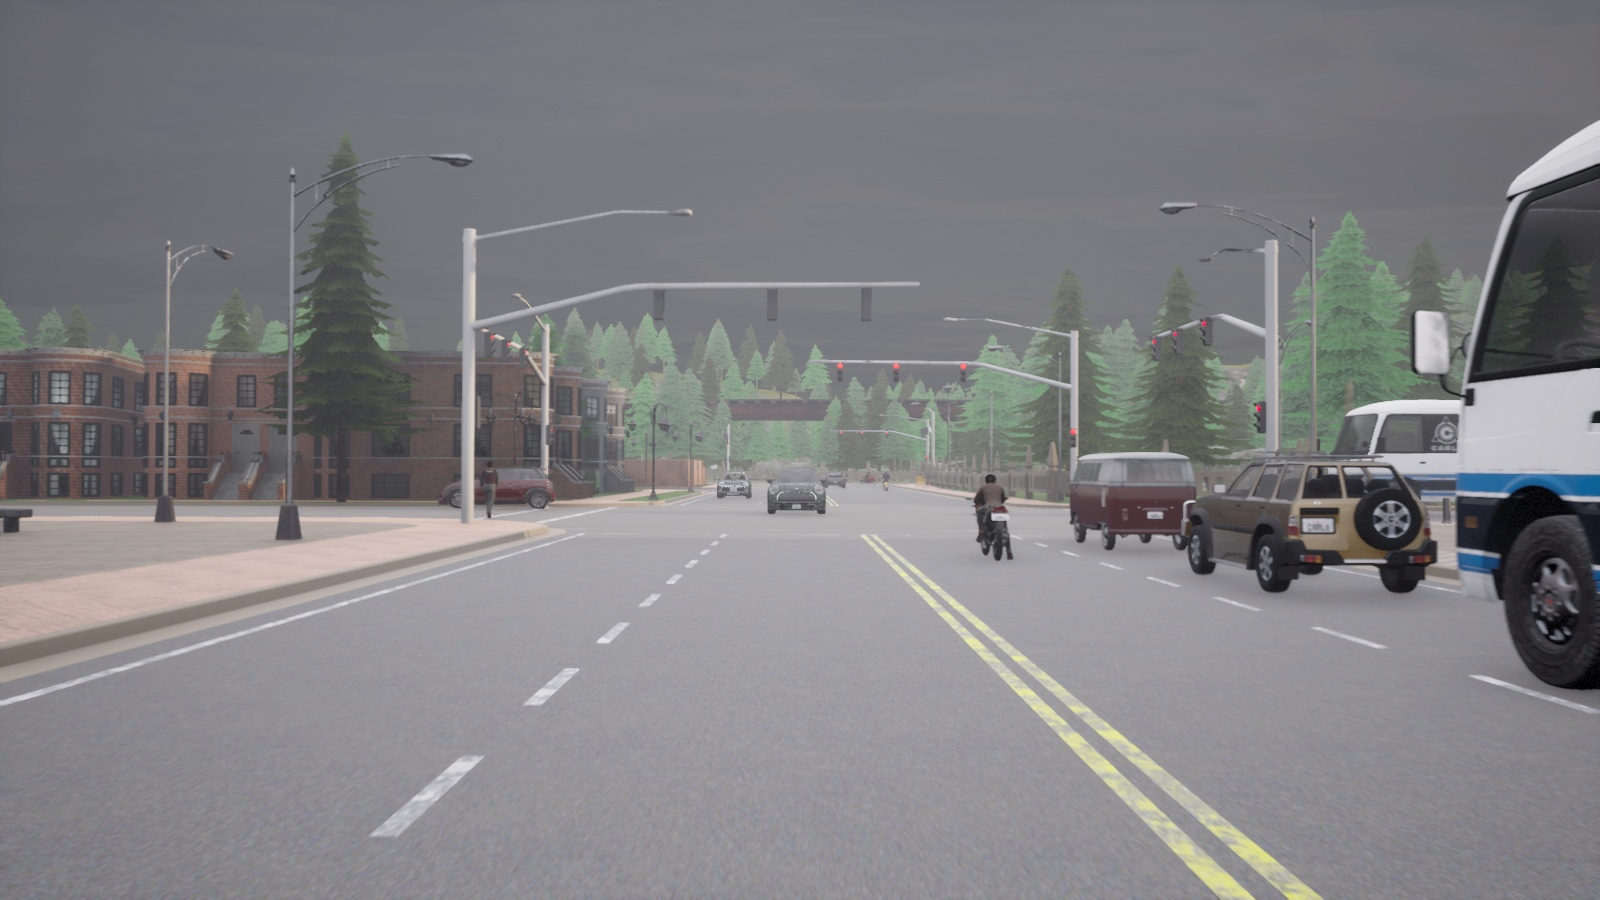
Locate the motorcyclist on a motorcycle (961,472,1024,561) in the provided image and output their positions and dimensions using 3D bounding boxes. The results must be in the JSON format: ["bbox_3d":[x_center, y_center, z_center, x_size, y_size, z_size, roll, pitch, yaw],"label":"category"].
[{"bbox_3d":[3.445,1.162,22.620,0.797,1.523,2.044,0,-1,0],"label":"motorcyclist on a motorcycle"}]

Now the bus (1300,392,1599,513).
[{"bbox_3d":[24.375,0.115,46.244,10.273,4.253,3.944,0,-1,0],"label":"bus"}]

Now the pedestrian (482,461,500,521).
[{"bbox_3d":[-9.959,1.320,40.436,0.402,1.930,0.666,0,-1,2],"label":"pedestrian"}]

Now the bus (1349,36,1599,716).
[{"bbox_3d":[6.979,-0.485,6.250,3.944,4.253,10.273,0,-1,0],"label":"bus"}]

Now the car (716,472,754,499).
[{"bbox_3d":[-3.673,1.985,71.122,1.970,1.475,3.806,0,-1,0],"label":"car"}]

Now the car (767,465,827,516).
[{"bbox_3d":[-0.113,1.449,46.295,2.097,1.767,4.553,0,-1,0],"label":"car"}]

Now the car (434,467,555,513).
[{"bbox_3d":[-12.136,1.561,50.142,4.553,1.767,2.097,0,-1,-9],"label":"car"}]

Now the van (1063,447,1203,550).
[{"bbox_3d":[6.934,0.985,26.633,1.775,1.987,4.442,0,-1,0],"label":"van"}]

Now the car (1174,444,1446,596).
[{"bbox_3d":[6.956,0.901,17.740,1.932,1.855,4.605,0,-1,0],"label":"car"}]
